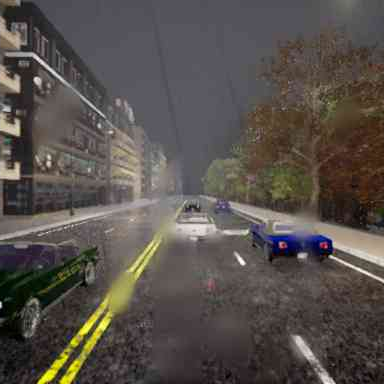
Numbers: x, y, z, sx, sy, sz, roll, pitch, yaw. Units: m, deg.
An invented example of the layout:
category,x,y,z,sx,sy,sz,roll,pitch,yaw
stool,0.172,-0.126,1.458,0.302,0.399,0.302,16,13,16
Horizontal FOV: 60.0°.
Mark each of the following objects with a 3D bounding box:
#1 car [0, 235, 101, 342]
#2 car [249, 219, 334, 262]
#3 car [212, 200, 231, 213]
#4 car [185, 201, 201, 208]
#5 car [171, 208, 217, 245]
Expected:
category,x,y,z,sx,sy,sz,roll,pitch,yaw
car,-3.343,1.614,6.621,1.895,1.301,4.718,0,0,0
car,3.319,1.625,12.173,1.895,1.301,4.718,0,0,0
car,3.338,1.625,37.652,2.033,1.411,5.357,0,0,0
car,0.086,1.684,40.268,1.895,1.301,4.718,0,0,0
car,0.081,1.632,15.689,1.895,1.301,4.718,0,0,0
